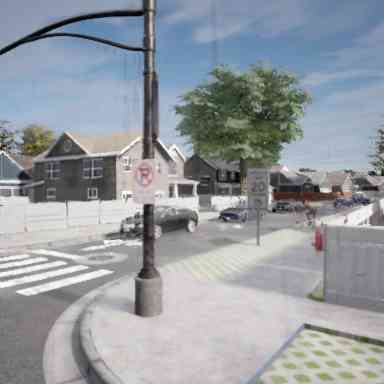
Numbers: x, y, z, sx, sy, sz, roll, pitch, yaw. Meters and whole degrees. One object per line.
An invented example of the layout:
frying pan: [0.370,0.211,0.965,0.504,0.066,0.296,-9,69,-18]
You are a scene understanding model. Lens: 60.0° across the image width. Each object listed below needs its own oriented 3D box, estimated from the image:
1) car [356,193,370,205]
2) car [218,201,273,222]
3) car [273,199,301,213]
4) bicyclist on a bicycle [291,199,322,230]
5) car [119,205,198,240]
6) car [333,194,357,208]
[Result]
car: [25.731,0.989,51.021,2.097,1.767,4.553,0,0,38]
car: [3.975,1.420,25.165,2.033,1.411,5.357,0,0,34]
car: [9.554,1.370,33.497,1.994,1.385,4.181,0,0,34]
bicyclist on a bicycle: [6.128,1.209,17.832,1.656,1.620,0.582,0,0,34]
car: [-1.530,1.429,16.911,2.128,1.511,4.902,0,0,34]
car: [19.536,1.239,42.838,1.812,1.442,4.674,0,0,36]
